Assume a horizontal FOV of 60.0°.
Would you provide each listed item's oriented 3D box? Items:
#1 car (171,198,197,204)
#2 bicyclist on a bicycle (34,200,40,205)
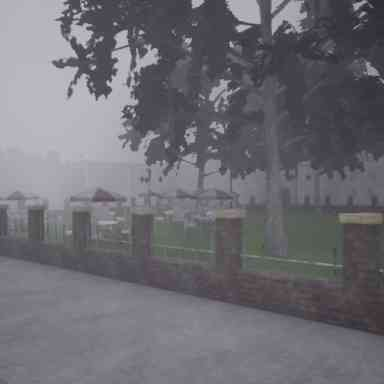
[{"bbox_3d":[-1.013,1.553,58.807,5.566,2.045,2.150,0,0,3],"label":"car"},{"bbox_3d":[-15.258,1.640,32.790,1.656,1.620,0.582,-1,-1,35],"label":"bicyclist on a bicycle"}]
